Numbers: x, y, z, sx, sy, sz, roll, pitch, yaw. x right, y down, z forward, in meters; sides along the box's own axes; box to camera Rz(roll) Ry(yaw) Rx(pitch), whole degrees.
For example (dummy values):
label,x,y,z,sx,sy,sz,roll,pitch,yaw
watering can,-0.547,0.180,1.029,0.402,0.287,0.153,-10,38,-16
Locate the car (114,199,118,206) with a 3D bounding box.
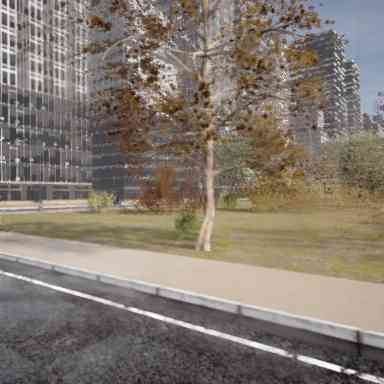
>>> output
label,x,y,z,sx,sy,sz,roll,pitch,yaw
car,-14.988,1.662,58.147,1.837,1.490,4.892,-1,-1,37
